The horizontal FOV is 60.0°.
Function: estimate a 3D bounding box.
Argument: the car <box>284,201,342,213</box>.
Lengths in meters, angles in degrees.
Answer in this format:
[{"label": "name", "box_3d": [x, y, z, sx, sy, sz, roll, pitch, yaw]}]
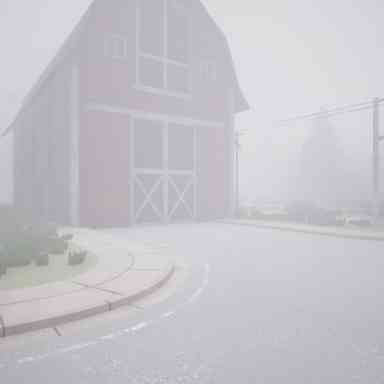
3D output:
[{"label": "car", "box_3d": [10.951, 1.574, 30.610, 2.033, 1.411, 5.357, 0, 0, -35]}]

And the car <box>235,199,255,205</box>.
[{"label": "car", "box_3d": [5.520, 1.552, 38.492, 1.812, 1.442, 4.674, 0, 0, -34]}]

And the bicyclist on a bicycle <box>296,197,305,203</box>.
[{"label": "bicyclist on a bicycle", "box_3d": [13.275, 1.322, 40.233, 1.656, 1.620, 0.582, 46, -25, -24]}]
